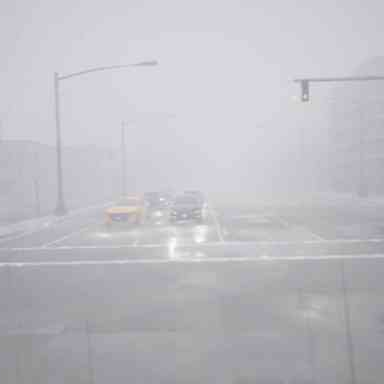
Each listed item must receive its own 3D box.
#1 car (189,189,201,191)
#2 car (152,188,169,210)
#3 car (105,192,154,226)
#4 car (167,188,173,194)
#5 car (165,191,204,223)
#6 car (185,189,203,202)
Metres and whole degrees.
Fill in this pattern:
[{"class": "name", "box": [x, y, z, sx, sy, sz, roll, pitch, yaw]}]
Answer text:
[{"class": "car", "box": [-0.025, 0.637, 29.927, 1.837, 1.490, 4.892, -2, 2, 2]}, {"class": "car", "box": [-3.528, 0.743, 29.803, 1.837, 1.490, 4.892, -2, 2, 2]}, {"class": "car", "box": [-3.844, 1.056, 20.328, 1.882, 1.535, 5.008, -2, 2, 2]}, {"class": "car", "box": [-3.194, 0.347, 40.010, 1.837, 1.490, 4.892, -2, 2, 2]}, {"class": "car", "box": [-0.341, 0.973, 20.535, 1.837, 1.490, 4.892, -2, 2, 2]}, {"class": "car", "box": [0.301, 0.350, 39.800, 1.895, 1.301, 4.718, -2, 2, 2]}]
